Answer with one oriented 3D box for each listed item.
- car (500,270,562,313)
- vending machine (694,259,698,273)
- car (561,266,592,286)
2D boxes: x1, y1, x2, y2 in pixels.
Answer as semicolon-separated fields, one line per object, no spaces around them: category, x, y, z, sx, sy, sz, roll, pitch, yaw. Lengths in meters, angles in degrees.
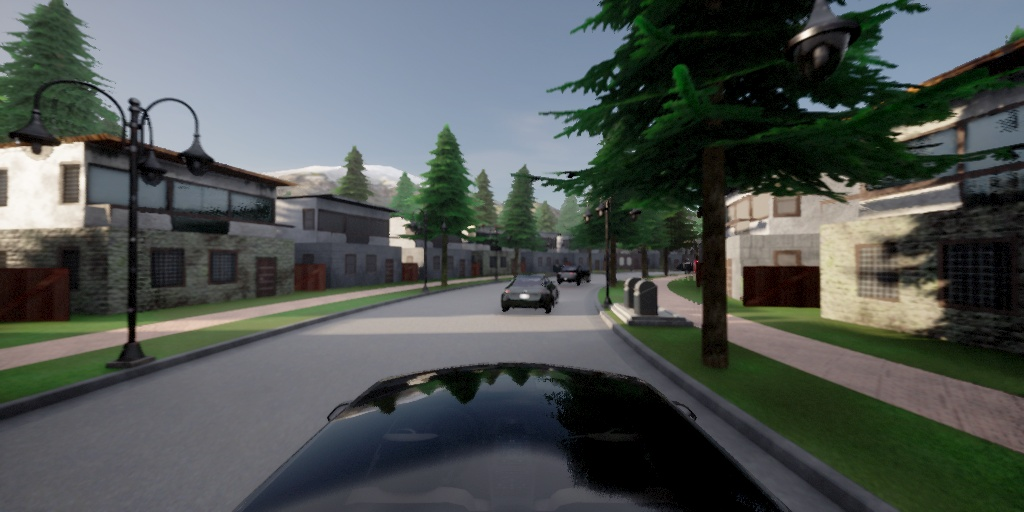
car;0.849;1.453;15.005;1.994;1.385;4.181;0;-1;11
vending machine;25.154;1.433;48.359;0.880;2.100;1.100;0;0;-38
car;5.052;1.526;28.864;2.128;1.511;4.902;0;-1;26
